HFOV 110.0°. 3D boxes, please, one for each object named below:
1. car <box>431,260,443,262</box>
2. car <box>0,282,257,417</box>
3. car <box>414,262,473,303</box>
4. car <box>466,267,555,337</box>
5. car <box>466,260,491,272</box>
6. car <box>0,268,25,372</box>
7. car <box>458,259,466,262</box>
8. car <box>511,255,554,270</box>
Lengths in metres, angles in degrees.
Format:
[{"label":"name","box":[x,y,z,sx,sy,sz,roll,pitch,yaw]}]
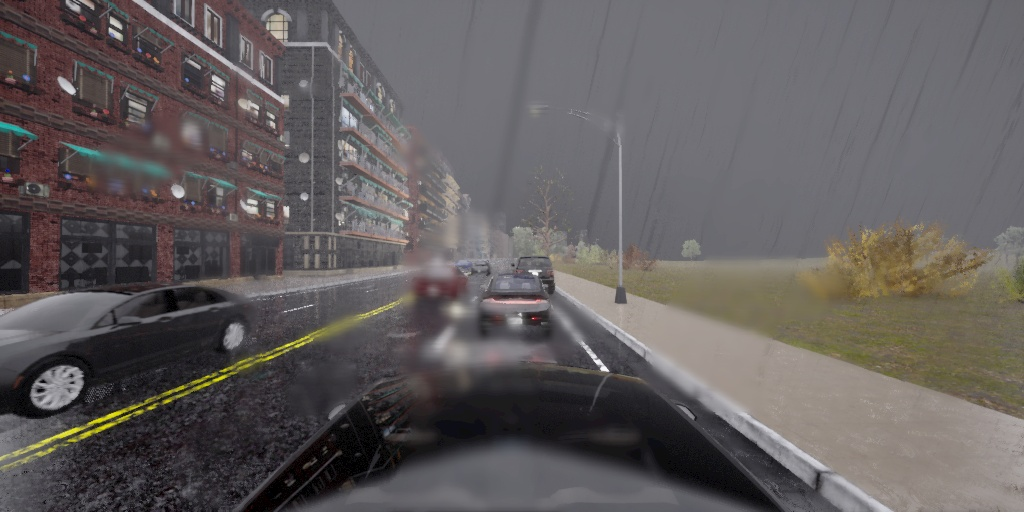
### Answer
[{"label":"car","box":[-9.853,1.276,47.037,1.812,1.442,4.674,0,0,0]},{"label":"car","box":[-6.600,1.255,5.983,1.837,1.490,4.892,0,0,0]},{"label":"car","box":[-3.155,1.229,16.840,1.882,1.535,5.008,0,0,0]},{"label":"car","box":[0.098,1.243,10.354,2.128,1.511,4.902,0,0,0]},{"label":"car","box":[-3.162,1.244,37.183,2.128,1.511,4.902,0,0,0]},{"label":"car","box":[-9.850,1.102,4.204,2.097,1.767,4.553,0,0,0]},{"label":"car","box":[-6.614,1.228,49.083,1.882,1.535,5.008,0,0,0]},{"label":"car","box":[1.132,0.977,20.224,2.150,2.045,5.566,0,0,0]}]
